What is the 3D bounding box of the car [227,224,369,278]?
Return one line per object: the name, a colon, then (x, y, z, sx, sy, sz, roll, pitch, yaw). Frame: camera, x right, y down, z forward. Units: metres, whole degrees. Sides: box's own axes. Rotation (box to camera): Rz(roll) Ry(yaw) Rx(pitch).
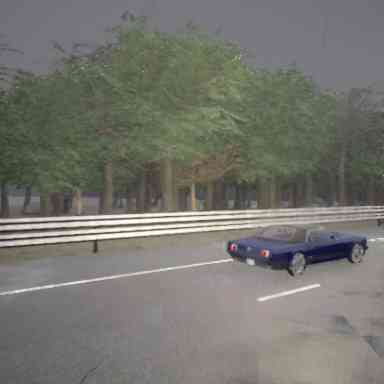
car: (3.442, 1.637, 10.328, 4.718, 1.301, 1.895, 0, 0, -34)
